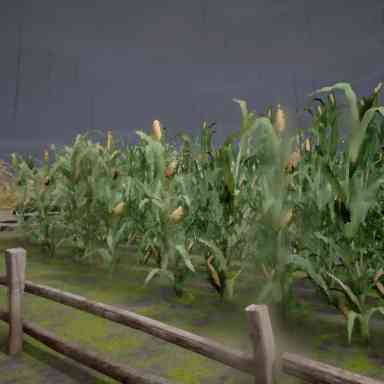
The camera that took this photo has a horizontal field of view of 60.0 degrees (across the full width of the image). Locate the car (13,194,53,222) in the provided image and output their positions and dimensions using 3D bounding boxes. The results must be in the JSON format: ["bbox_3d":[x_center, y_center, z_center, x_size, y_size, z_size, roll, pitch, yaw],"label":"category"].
[{"bbox_3d":[-11.110,1.186,26.426,2.150,2.045,5.566,0,0,36],"label":"car"}]
